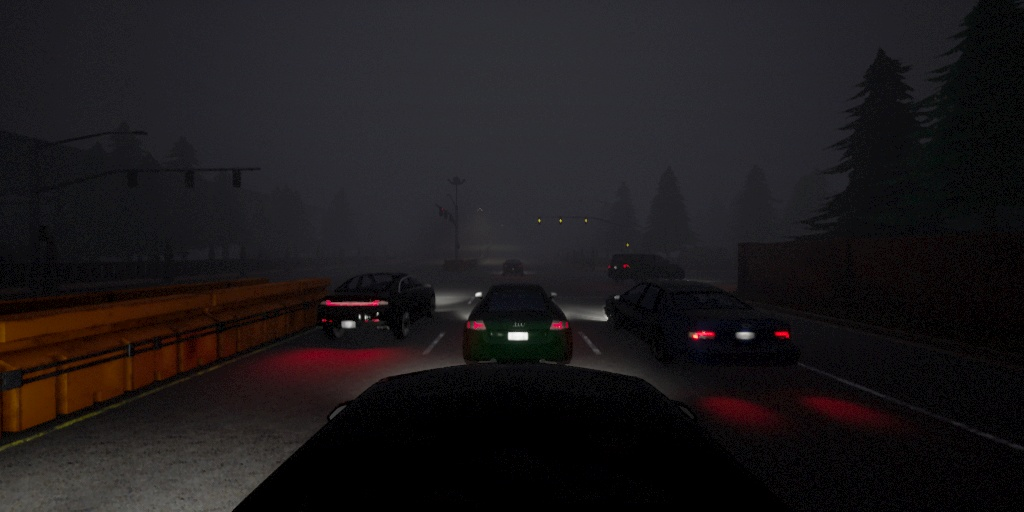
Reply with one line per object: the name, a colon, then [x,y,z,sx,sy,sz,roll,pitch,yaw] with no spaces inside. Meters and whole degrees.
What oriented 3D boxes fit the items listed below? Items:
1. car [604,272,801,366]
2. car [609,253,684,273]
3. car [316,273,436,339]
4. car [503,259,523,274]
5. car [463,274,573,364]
car: [3.600,1.265,8.048,2.033,1.411,5.357,0,0,0]
car: [9.236,0.853,24.626,5.566,2.045,2.150,0,-1,-25]
car: [-3.400,1.199,9.885,2.128,1.511,4.902,0,0,0]
car: [0.100,1.057,35.077,1.882,1.535,5.008,0,0,0]
car: [0.099,1.282,7.935,1.994,1.385,4.181,0,0,0]
